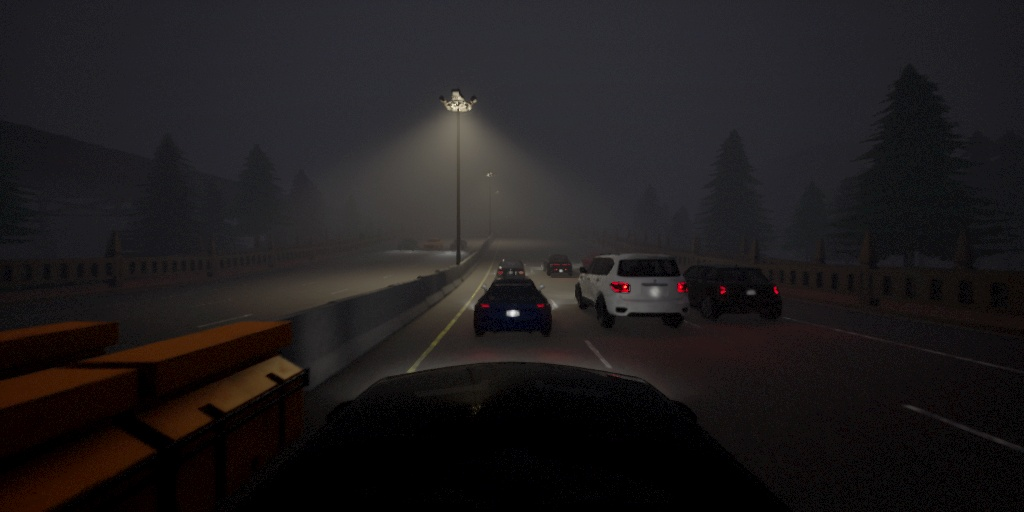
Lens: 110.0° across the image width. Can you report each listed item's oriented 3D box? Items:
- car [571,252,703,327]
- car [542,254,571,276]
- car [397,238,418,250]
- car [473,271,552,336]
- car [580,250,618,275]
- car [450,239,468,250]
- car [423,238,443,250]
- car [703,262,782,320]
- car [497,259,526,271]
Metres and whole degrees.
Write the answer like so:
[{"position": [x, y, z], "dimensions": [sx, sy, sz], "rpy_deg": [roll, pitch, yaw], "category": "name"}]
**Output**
[{"position": [3.531, 0.943, 11.548], "dimensions": [2.150, 2.045, 5.566], "rpy_deg": [0, 0, 0], "category": "car"}, {"position": [3.451, 0.592, 27.581], "dimensions": [1.837, 1.490, 4.892], "rpy_deg": [0, 5, 0], "category": "car"}, {"position": [-14.311, -1.706, 49.408], "dimensions": [1.837, 1.490, 4.892], "rpy_deg": [0, 7, 0], "category": "car"}, {"position": [0.028, 1.296, 10.353], "dimensions": [1.994, 1.385, 4.181], "rpy_deg": [0, 0, 0], "category": "car"}, {"position": [6.951, 0.439, 29.239], "dimensions": [1.882, 1.535, 5.008], "rpy_deg": [0, 4, 0], "category": "car"}, {"position": [-7.315, -1.611, 49.460], "dimensions": [1.895, 1.301, 4.718], "rpy_deg": [0, 7, 0], "category": "car"}, {"position": [-10.813, -1.733, 49.422], "dimensions": [1.882, 1.535, 5.008], "rpy_deg": [0, 7, 0], "category": "car"}, {"position": [7.029, 1.063, 12.656], "dimensions": [2.097, 1.767, 4.553], "rpy_deg": [0, 1, 0], "category": "car"}, {"position": [-0.059, 0.874, 23.724], "dimensions": [2.033, 1.411, 5.357], "rpy_deg": [0, 3, 0], "category": "car"}]
